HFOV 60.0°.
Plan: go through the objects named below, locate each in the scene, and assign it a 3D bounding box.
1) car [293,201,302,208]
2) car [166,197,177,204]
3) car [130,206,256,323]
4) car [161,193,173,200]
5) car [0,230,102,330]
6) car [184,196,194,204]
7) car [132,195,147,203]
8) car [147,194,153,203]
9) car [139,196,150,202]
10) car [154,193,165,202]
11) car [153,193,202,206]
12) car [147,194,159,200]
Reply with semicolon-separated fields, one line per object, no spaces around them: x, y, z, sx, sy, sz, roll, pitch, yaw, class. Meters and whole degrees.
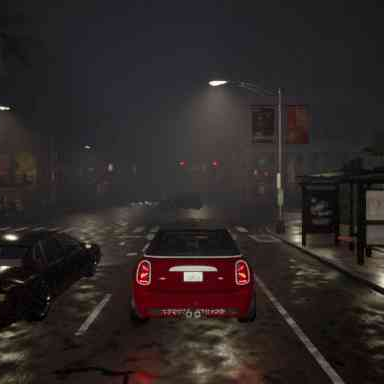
17.064;1.547;46.593;5.357;1.411;2.033;0;0;-1;car
-4.094;1.601;66.034;1.895;1.301;4.718;0;0;-1;car
0.008;1.352;7.370;2.097;1.767;4.553;0;0;0;car
-6.872;1.225;91.028;2.150;2.045;5.566;0;0;9;car
-3.491;1.547;7.164;2.033;1.411;5.357;0;0;0;car
-0.600;1.505;65.332;1.837;1.490;4.892;0;0;-1;car
-11.235;1.355;69.680;2.097;1.767;4.553;0;0;-1;car
-7.738;1.478;69.985;1.882;1.535;5.008;0;0;-1;car
-11.342;1.595;79.855;1.895;1.301;4.718;0;0;-1;car
-7.852;1.225;80.464;2.150;2.045;5.566;0;0;-1;car
-1.311;1.221;38.802;5.566;2.045;2.150;0;-1;-41;car
-10.603;1.355;90.153;2.097;1.767;4.553;0;0;9;car
